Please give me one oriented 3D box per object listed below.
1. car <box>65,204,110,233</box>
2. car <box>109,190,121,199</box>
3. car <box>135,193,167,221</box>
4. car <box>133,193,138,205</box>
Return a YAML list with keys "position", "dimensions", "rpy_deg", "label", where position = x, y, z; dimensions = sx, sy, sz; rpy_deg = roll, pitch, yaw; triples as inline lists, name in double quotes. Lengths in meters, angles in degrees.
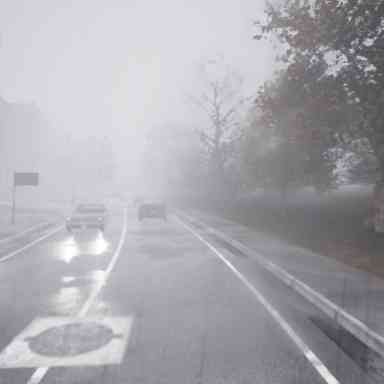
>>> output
- position: [-5.580, 1.340, 18.216]
  dimensions: [1.895, 1.301, 4.718]
  rpy_deg: [1, 1, -10]
  label: "car"
- position: [-13.523, 0.425, 58.726]
  dimensions: [1.994, 1.385, 4.181]
  rpy_deg: [1, 1, -11]
  label: "car"
- position: [-2.936, 1.141, 24.060]
  dimensions: [1.882, 1.535, 5.008]
  rpy_deg: [1, 1, -11]
  label: "car"
- position: [-6.381, 0.812, 41.554]
  dimensions: [1.812, 1.442, 4.674]
  rpy_deg: [1, 1, -11]
  label: "car"
